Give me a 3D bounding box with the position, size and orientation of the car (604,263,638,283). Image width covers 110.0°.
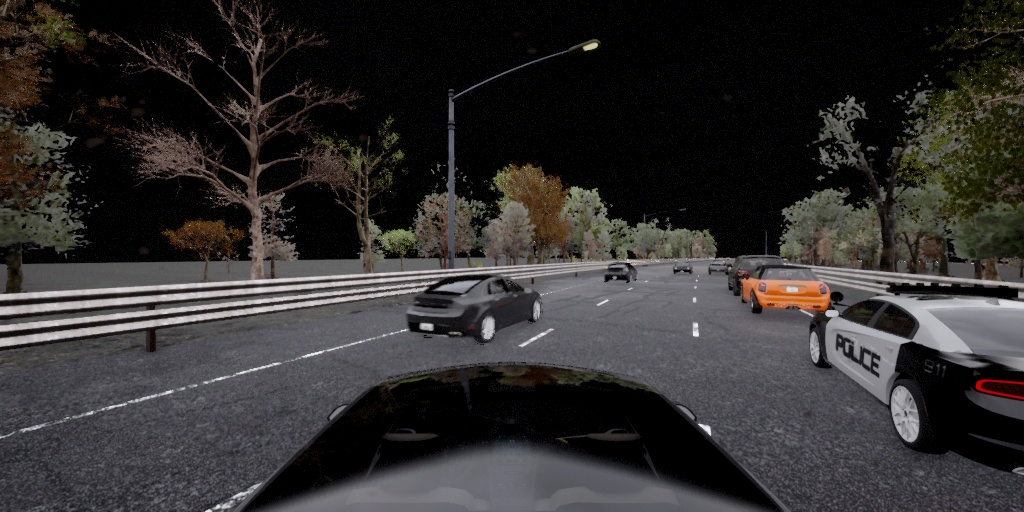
[{"bbox_3d":[8.491,1.262,27.781,1.837,1.490,4.892,0,1,28],"label":"car"}]

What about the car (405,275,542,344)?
[{"bbox_3d":[-0.731,1.254,9.761,1.837,1.490,4.892,0,0,26],"label":"car"}]

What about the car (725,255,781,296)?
[{"bbox_3d":[12.711,0.977,18.753,2.150,2.045,5.566,0,0,27],"label":"car"}]

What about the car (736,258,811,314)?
[{"bbox_3d":[9.979,1.101,13.428,2.097,1.767,4.553,0,0,27],"label":"car"}]

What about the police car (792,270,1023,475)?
[{"bbox_3d":[5.624,1.174,4.721,1.930,1.638,5.238,0,0,26],"label":"police car"}]

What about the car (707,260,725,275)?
[{"bbox_3d":[22.585,1.259,39.278,2.128,1.511,4.902,0,0,30],"label":"car"}]

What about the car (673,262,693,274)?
[{"bbox_3d":[19.468,1.367,40.741,1.895,1.301,4.718,0,0,29],"label":"car"}]
